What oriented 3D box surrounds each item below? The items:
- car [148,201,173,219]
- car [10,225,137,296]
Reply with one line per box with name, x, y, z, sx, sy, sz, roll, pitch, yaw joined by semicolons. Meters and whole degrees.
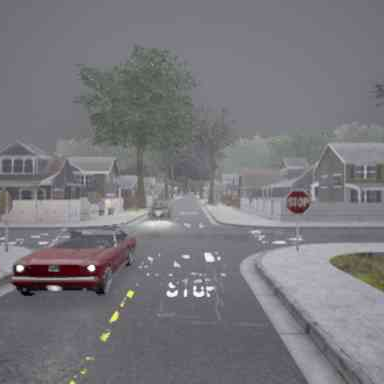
car;-2.731;1.560;29.484;2.128;1.511;4.902;0;0;0
car;-2.745;1.622;8.843;1.895;1.301;4.718;0;0;0
